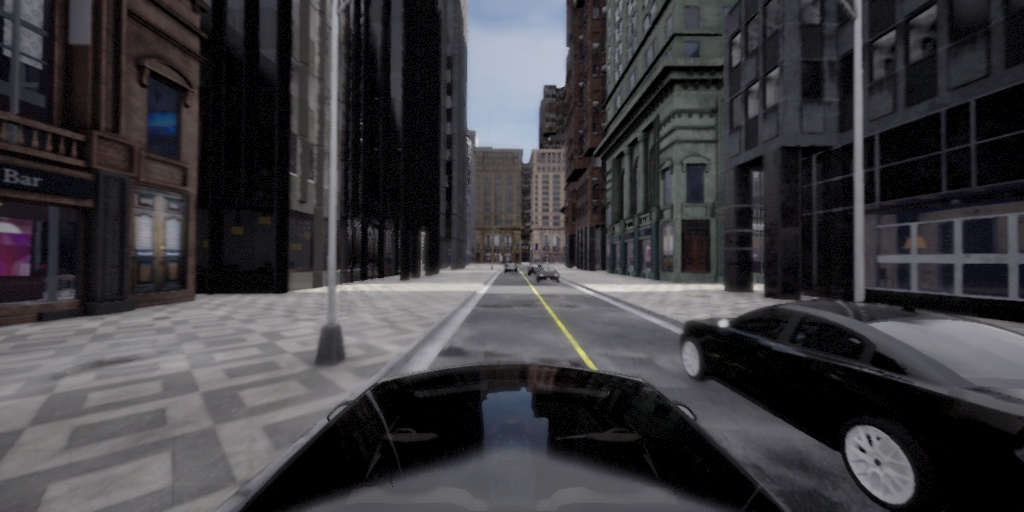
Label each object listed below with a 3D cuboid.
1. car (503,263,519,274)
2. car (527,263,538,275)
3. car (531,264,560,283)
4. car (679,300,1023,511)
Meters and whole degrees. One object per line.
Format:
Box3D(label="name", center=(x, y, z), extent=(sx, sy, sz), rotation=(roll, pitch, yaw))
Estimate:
Box3D(label="car", center=(-0.141, 1.621, 47.667), extent=(1.837, 1.490, 4.892), rotation=(0, 0, 0))
Box3D(label="car", center=(2.879, 1.631, 44.357), extent=(1.812, 1.442, 4.674), rotation=(0, 0, 0))
Box3D(label="car", center=(2.972, 1.594, 31.073), extent=(1.895, 1.301, 4.718), rotation=(0, 0, 0))
Box3D(label="car", center=(3.882, 1.270, 4.343), extent=(1.882, 1.535, 5.008), rotation=(0, 0, 0))
